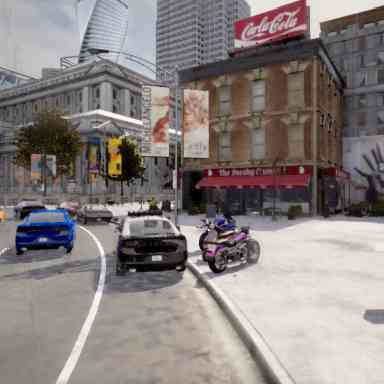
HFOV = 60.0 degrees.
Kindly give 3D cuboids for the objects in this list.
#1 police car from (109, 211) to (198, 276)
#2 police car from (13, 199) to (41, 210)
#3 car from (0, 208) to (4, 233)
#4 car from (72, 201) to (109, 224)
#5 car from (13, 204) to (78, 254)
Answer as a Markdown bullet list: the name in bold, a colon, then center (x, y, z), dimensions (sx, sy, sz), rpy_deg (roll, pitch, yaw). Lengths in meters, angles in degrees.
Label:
- **police car**: center (-1.526, 1.424, 10.675), dimensions (1.930, 1.638, 5.238), rpy_deg (0, 0, -15)
- **police car**: center (-13.670, 1.414, 27.848), dimensions (1.930, 1.638, 5.238), rpy_deg (0, 0, -36)
- **car**: center (-12.100, 1.341, 19.170), dimensions (2.097, 1.767, 4.553), rpy_deg (0, 0, -27)
- **car**: center (-7.348, 1.590, 24.614), dimensions (1.895, 1.301, 4.718), rpy_deg (0, 0, -28)
- **car**: center (-5.827, 1.473, 13.608), dimensions (1.882, 1.535, 5.008), rpy_deg (0, 0, -18)
